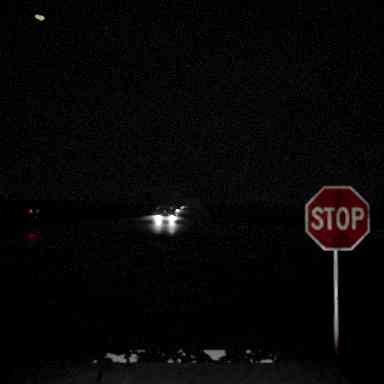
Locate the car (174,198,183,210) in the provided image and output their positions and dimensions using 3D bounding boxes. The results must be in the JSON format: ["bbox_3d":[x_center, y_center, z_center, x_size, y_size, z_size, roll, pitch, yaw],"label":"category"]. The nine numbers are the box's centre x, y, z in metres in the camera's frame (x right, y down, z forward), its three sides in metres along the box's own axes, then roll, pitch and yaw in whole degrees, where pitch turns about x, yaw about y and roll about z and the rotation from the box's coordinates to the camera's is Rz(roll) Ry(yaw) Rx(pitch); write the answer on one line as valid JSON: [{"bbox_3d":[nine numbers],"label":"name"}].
[{"bbox_3d":[-2.705,1.809,48.213,1.994,1.385,4.181,0,0,0],"label":"car"}]

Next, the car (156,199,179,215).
[{"bbox_3d":[-2.826,1.785,37.304,1.895,1.301,4.718,0,0,1],"label":"car"}]

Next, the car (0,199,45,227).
[{"bbox_3d":[-12.057,1.243,21.473,4.553,1.767,2.097,1,-1,0],"label":"car"}]

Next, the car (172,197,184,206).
[{"bbox_3d":[-2.587,1.803,61.409,1.882,1.535,5.008,0,0,1],"label":"car"}]
